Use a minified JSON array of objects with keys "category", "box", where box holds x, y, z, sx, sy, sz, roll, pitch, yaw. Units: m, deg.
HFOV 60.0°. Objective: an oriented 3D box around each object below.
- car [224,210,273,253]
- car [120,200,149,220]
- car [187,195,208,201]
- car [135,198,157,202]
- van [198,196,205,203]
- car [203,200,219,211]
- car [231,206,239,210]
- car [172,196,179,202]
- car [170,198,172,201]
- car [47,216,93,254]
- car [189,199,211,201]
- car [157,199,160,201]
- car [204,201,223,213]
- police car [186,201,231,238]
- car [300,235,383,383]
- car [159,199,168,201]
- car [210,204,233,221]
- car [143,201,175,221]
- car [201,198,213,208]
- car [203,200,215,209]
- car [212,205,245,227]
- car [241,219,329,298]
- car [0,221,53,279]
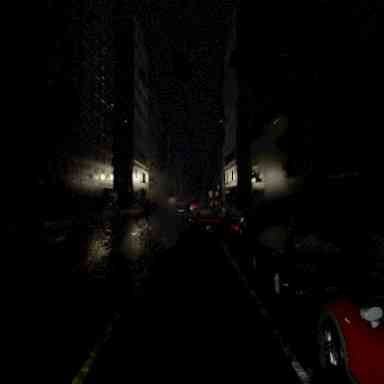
[{"category":"car","box":[2.637,1.664,13.949,1.947,1.339,4.313,0,0,0]},{"category":"car","box":[-5.384,1.745,30.331,1.752,1.417,4.829,0,0,0]},{"category":"car","box":[0.824,1.476,34.680,2.150,2.045,5.566,0,0,0]},{"category":"car","box":[-5.389,1.577,36.019,2.192,1.841,5.009,0,0,0]},{"category":"van","box":[2.634,2.008,90.700,1.690,1.788,3.998,0,0,0]},{"category":"car","box":[2.636,1.895,47.062,2.008,1.369,4.403,0,0,0]},{"category":"car","box":[2.637,1.683,19.468,1.887,1.381,4.507,0,0,0]},{"category":"car","box":[-5.391,2.218,90.690,2.008,1.369,4.403,0,0,0]},{"category":"car","box":[-5.390,2.018,63.609,2.008,1.369,4.403,0,0,0]},{"category":"car","box":[-5.388,1.680,13.945,1.802,1.307,4.206,0,0,0]},{"category":"car","box":[0.807,1.665,28.841,1.801,1.575,5.366,0,0,0]},{"category":"car","box":[-5.389,1.885,41.535,1.802,1.307,4.206,0,0,0]},{"category":"car","box":[2.636,1.854,41.543,2.008,1.369,4.403,0,0,0]},{"category":"police car","box":[0.726,1.559,18.735,1.930,1.638,5.238,0,0,-2]},{"category":"car","box":[2.638,1.461,2.913,1.967,1.590,4.097,0,0,0]},{"category":"car","box":[-5.390,1.826,52.574,1.967,1.590,4.097,0,0,0]},{"category":"car","box":[2.636,1.803,30.505,1.802,1.307,4.206,0,0,0]},{"category":"car","box":[-2.849,1.778,29.636,1.994,1.385,4.181,0,0,0]},{"category":"car","box":[2.635,1.866,58.100,1.967,1.590,4.097,0,0,0]},{"category":"car","box":[2.636,1.967,52.580,1.802,1.307,4.206,0,0,0]},{"category":"car","box":[2.637,1.730,24.987,2.008,1.369,4.403,0,0,0]},{"category":"car","box":[2.637,1.609,8.431,2.008,1.369,4.403,0,0,0]},{"category":"car","box":[-5.387,1.641,8.427,1.802,1.307,4.206,0,0,0]}]
